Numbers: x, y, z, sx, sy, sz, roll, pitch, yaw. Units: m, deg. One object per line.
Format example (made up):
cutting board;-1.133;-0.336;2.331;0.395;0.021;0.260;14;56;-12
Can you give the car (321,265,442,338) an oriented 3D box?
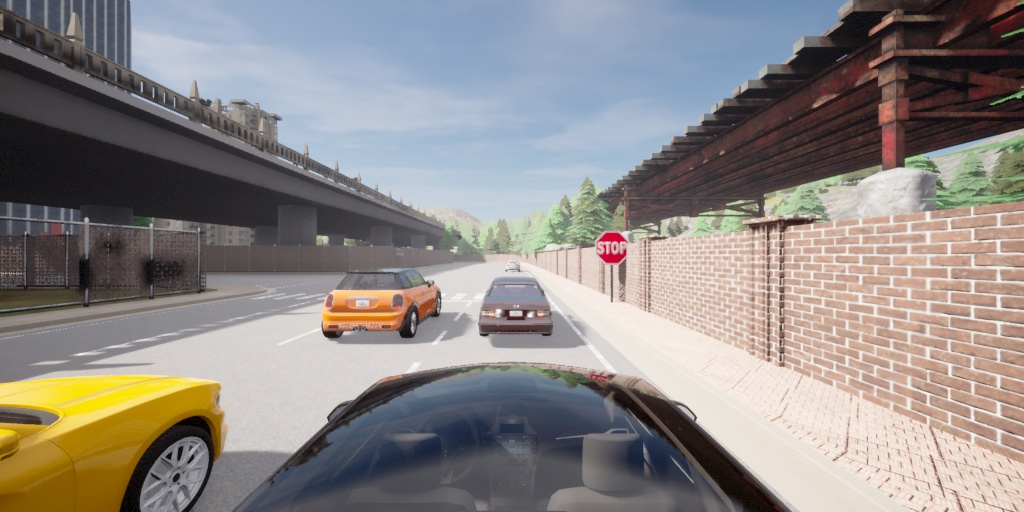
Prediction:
car;-3.414;1.102;10.306;2.097;1.767;4.553;0;0;0

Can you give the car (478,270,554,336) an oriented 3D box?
car;0.087;1.297;10.326;2.033;1.411;5.357;0;0;0

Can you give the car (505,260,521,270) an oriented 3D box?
car;0.106;1.276;46.209;1.812;1.442;4.674;0;0;-1

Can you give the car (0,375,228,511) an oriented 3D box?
car;-3.397;1.228;1.049;1.882;1.535;5.008;0;0;0
